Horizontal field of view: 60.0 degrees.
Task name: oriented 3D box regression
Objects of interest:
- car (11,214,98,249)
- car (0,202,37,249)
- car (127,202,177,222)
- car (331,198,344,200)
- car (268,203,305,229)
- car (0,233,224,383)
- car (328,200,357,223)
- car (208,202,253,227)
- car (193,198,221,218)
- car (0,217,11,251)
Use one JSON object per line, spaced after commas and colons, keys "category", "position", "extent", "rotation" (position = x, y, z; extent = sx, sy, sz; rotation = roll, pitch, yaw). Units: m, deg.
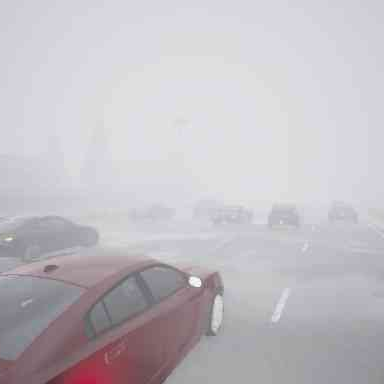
{"category": "car", "position": [-5.364, 1.526, 12.010], "extent": [1.812, 1.442, 4.674], "rotation": [0, 0, 22]}
{"category": "car", "position": [-8.715, 1.353, 13.069], "extent": [2.097, 1.767, 4.553], "rotation": [0, 0, 22]}
{"category": "car", "position": [-3.078, 1.547, 26.800], "extent": [2.033, 1.411, 5.357], "rotation": [0, 0, 22]}
{"category": "car", "position": [16.941, 1.491, 38.744], "extent": [2.128, 1.511, 4.902], "rotation": [0, 0, 22]}
{"category": "car", "position": [6.172, 1.505, 21.699], "extent": [1.837, 1.490, 4.892], "rotation": [0, 0, 22]}
{"category": "car", "position": [-1.071, 1.477, 4.027], "extent": [1.882, 1.535, 5.008], "rotation": [0, 0, 22]}
{"category": "car", "position": [11.648, 1.564, 25.828], "extent": [1.994, 1.385, 4.181], "rotation": [0, 0, 22]}
{"category": "car", "position": [2.924, 1.601, 23.006], "extent": [1.895, 1.301, 4.718], "rotation": [0, 0, 22]}
{"category": "car", "position": [1.775, 1.352, 29.429], "extent": [2.097, 1.767, 4.553], "rotation": [0, 0, 22]}
{"category": "car", "position": [-5.118, 1.223, 3.383], "extent": [2.150, 2.045, 5.566], "rotation": [0, 0, 22]}
